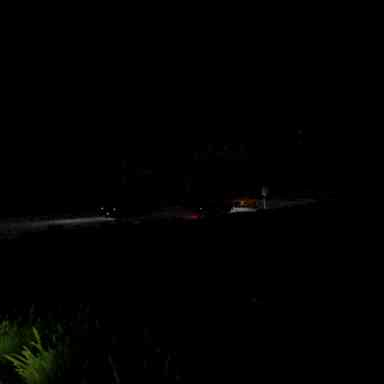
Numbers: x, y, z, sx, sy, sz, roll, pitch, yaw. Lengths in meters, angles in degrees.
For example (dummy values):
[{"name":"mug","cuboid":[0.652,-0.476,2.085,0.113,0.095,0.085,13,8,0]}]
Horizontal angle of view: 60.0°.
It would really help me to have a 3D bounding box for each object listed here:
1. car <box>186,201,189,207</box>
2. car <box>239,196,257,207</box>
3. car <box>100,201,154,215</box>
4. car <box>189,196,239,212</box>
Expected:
[{"name":"car","cuboid":[1.017,1.283,42.304,1.816,1.474,4.193,7,4,33]},{"name":"car","cuboid":[7.279,1.309,46.039,1.882,1.535,5.008,0,0,36]},{"name":"car","cuboid":[-5.452,1.432,28.322,1.895,1.301,4.718,0,0,36]},{"name":"car","cuboid":[2.218,1.328,32.688,2.128,1.511,4.902,0,0,36]}]
